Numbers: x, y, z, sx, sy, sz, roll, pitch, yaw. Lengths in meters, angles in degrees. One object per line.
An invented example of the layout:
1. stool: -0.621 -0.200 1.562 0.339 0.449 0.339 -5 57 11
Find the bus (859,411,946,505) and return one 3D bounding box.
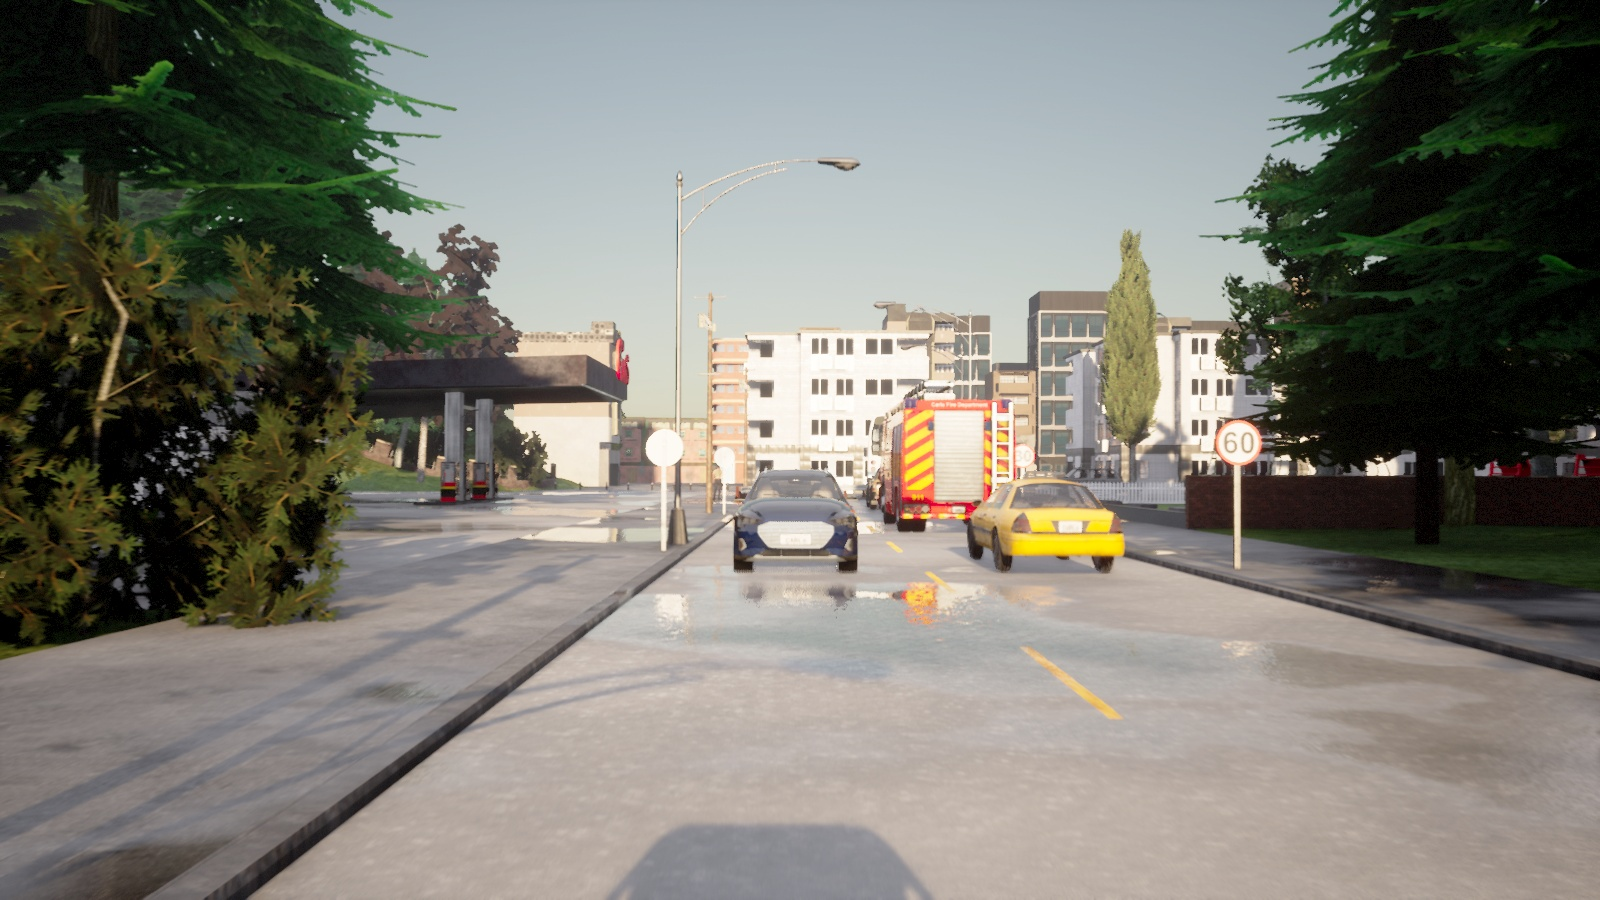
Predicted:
1. bus: 5.117 0.461 62.361 3.944 4.253 10.273 0 -1 5

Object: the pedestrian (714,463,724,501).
1. pedestrian: -4.012 1.571 62.052 0.345 1.836 0.594 0 -1 10

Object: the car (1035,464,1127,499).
1. car: 15.423 1.717 69.132 4.605 1.855 1.932 0 -1 0

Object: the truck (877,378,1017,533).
1. truck: 3.880 0.218 35.250 2.891 3.827 8.468 0 -1 0

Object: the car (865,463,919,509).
1. car: 3.820 1.491 52.696 1.932 1.855 4.605 0 -1 0

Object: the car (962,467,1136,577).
1. car: 3.939 1.083 20.816 1.801 1.575 5.366 0 -1 0

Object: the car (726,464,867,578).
1. car: -0.061 1.089 20.654 2.033 1.649 4.856 0 -1 0
